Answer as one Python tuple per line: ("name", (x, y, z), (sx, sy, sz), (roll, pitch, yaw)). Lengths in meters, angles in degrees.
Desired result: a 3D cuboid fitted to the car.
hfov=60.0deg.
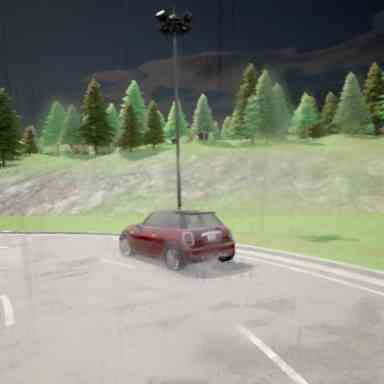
("car", (-0.698, 1.362, 11.204), (2.097, 1.767, 4.553), (-2, 0, -37))
